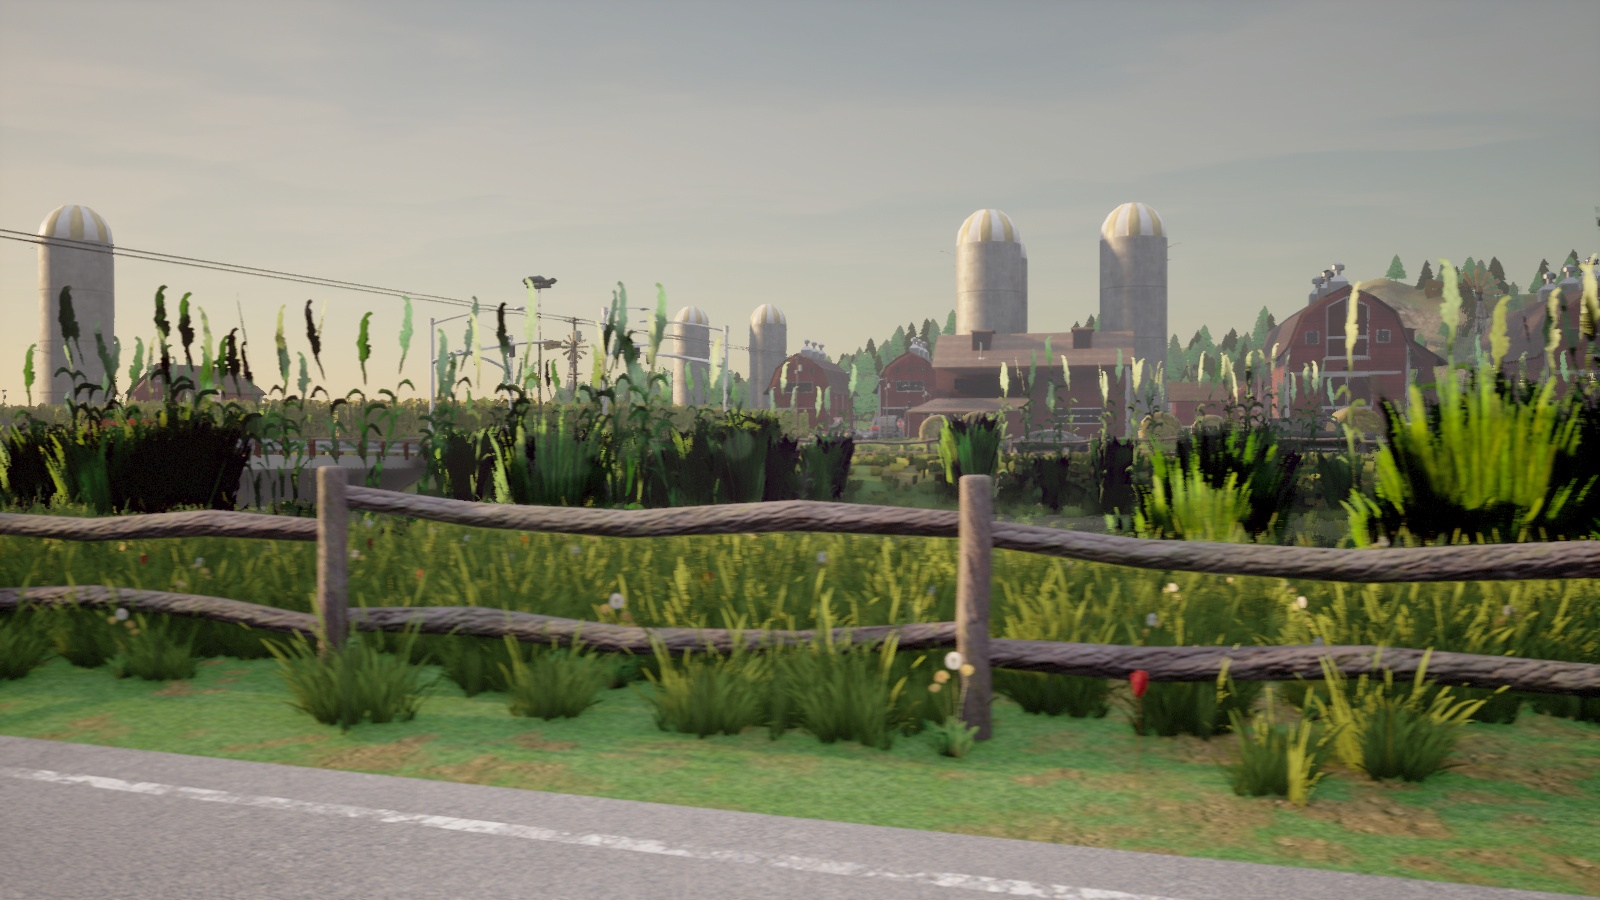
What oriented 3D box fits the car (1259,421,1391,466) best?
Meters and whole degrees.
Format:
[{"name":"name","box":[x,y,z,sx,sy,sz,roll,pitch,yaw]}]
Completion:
[{"name":"car","box":[24.830,-0.339,59.656,5.566,2.045,2.150,0,1,17]}]

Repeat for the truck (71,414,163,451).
[{"name":"truck","box":[-47.386,-1.223,87.180,5.204,2.467,2.627,0,1,14]}]

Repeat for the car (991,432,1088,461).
[{"name":"car","box":[12.778,-0.215,66.956,4.892,1.490,1.837,0,1,17]}]
